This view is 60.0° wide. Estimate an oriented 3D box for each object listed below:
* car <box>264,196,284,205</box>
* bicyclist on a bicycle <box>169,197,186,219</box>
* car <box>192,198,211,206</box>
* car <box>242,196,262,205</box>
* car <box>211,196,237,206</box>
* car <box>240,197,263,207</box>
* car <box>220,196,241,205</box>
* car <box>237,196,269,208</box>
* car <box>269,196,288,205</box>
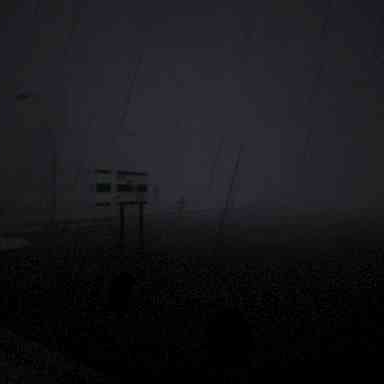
[{"bbox_3d":[15.840,1.587,64.441,2.128,1.511,4.902,0,0,35],"label":"car"},{"bbox_3d":[-1.043,1.220,26.731,1.656,1.620,0.582,33,16,27],"label":"bicyclist on a bicycle"},{"bbox_3d":[1.873,1.686,56.652,1.994,1.385,4.181,0,0,35],"label":"car"},{"bbox_3d":[11.641,1.586,64.539,1.882,1.535,5.008,0,0,35],"label":"car"},{"bbox_3d":[5.720,1.586,56.053,1.882,1.535,5.008,0,0,35],"label":"car"},{"bbox_3d":[10.065,1.572,56.161,1.882,1.535,5.008,0,0,35],"label":"car"},{"bbox_3d":[7.547,1.600,64.789,1.882,1.535,5.008,0,0,35],"label":"car"},{"bbox_3d":[9.005,1.559,48.624,1.882,1.535,5.008,0,0,35],"label":"car"},{"bbox_3d":[14.965,1.682,57.244,1.895,1.301,4.718,0,0,35],"label":"car"}]
